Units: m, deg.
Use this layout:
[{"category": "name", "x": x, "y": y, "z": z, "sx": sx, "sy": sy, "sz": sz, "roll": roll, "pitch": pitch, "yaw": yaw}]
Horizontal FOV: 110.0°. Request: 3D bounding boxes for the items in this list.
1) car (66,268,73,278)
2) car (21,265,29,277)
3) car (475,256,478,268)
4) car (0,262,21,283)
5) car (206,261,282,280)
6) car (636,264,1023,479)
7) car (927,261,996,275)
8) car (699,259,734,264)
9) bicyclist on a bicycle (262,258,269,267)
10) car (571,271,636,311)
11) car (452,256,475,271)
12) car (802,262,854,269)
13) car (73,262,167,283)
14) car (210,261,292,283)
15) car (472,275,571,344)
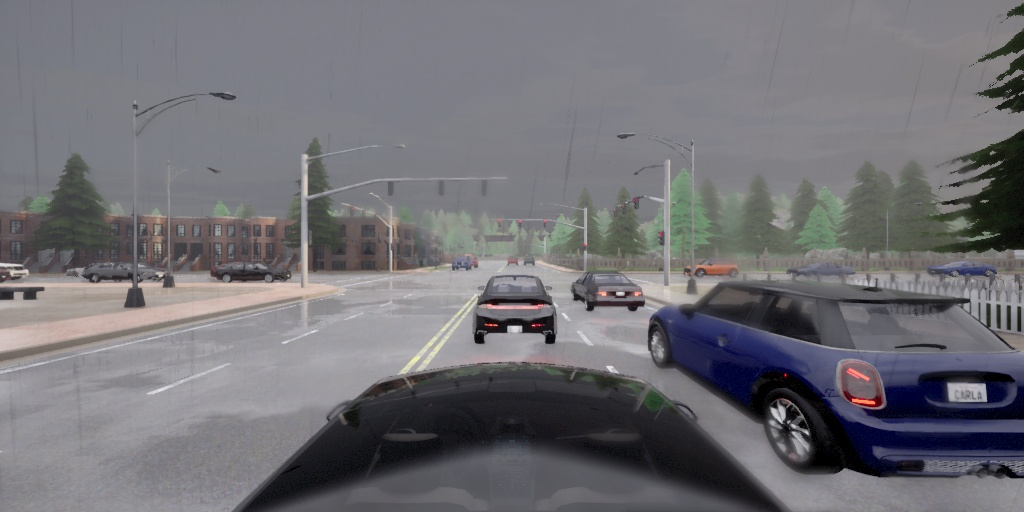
[{"category": "car", "x": -37.735, "y": 1.276, "z": 33.065, "sx": 4.674, "sy": 1.442, "sz": 1.812, "roll": 0, "pitch": 0, "yaw": -12}, {"category": "car", "x": -42.171, "y": 0.972, "z": 27.913, "sx": 5.566, "sy": 2.045, "sz": 2.150, "roll": 0, "pitch": 0, "yaw": -21}, {"category": "car", "x": -6.945, "y": 0.971, "z": 60.501, "sx": 2.150, "sy": 2.045, "sz": 5.566, "roll": 0, "pitch": 0, "yaw": 0}, {"category": "car", "x": -39.168, "y": 1.228, "z": 25.243, "sx": 5.008, "sy": 1.535, "sz": 1.882, "roll": 0, "pitch": 0, "yaw": -18}, {"category": "car", "x": -22.811, "y": 1.228, "z": 30.669, "sx": 5.008, "sy": 1.535, "sz": 1.882, "roll": 0, "pitch": 0, "yaw": -1}, {"category": "car", "x": 3.608, "y": 1.102, "z": 4.963, "sx": 2.097, "sy": 1.767, "sz": 4.553, "roll": 0, "pitch": 0, "yaw": 0}, {"category": "car", "x": 42.362, "y": 1.228, "z": 33.865, "sx": 5.008, "sy": 1.535, "sz": 1.882, "roll": 0, "pitch": 0, "yaw": 1}, {"category": "car", "x": 18.775, "y": 1.102, "z": 33.963, "sx": 4.553, "sy": 1.767, "sz": 2.097, "roll": 0, "pitch": 0, "yaw": 0}, {"category": "bicyclist on a bicycle", "x": -28.735, "y": 1.053, "z": 41.685, "sx": 0.582, "sy": 1.620, "sz": 1.656, "roll": 0, "pitch": 0, "yaw": -1}, {"category": "car", "x": 3.610, "y": 1.297, "z": 14.380, "sx": 2.033, "sy": 1.411, "sz": 5.357, "roll": 0, "pitch": 0, "yaw": 1}, {"category": "car", "x": -6.972, "y": 0.971, "z": 50.276, "sx": 2.150, "sy": 2.045, "sz": 5.566, "roll": 0, "pitch": 0, "yaw": 1}, {"category": "car", "x": 29.167, "y": 1.297, "z": 33.925, "sx": 5.357, "sy": 1.411, "sz": 2.033, "roll": 0, "pitch": 0, "yaw": 1}, {"category": "car", "x": -28.998, "y": 1.242, "z": 26.961, "sx": 4.902, "sy": 1.511, "sz": 2.128, "roll": 0, "pitch": 0, "yaw": -4}, {"category": "car", "x": -19.502, "y": 1.228, "z": 27.231, "sx": 5.008, "sy": 1.535, "sz": 1.882, "roll": 0, "pitch": 0, "yaw": -1}, {"category": "car", "x": 0.079, "y": 1.242, "z": 9.555, "sx": 2.128, "sy": 1.511, "sz": 4.902, "roll": 0, "pitch": 0, "yaw": 1}]
